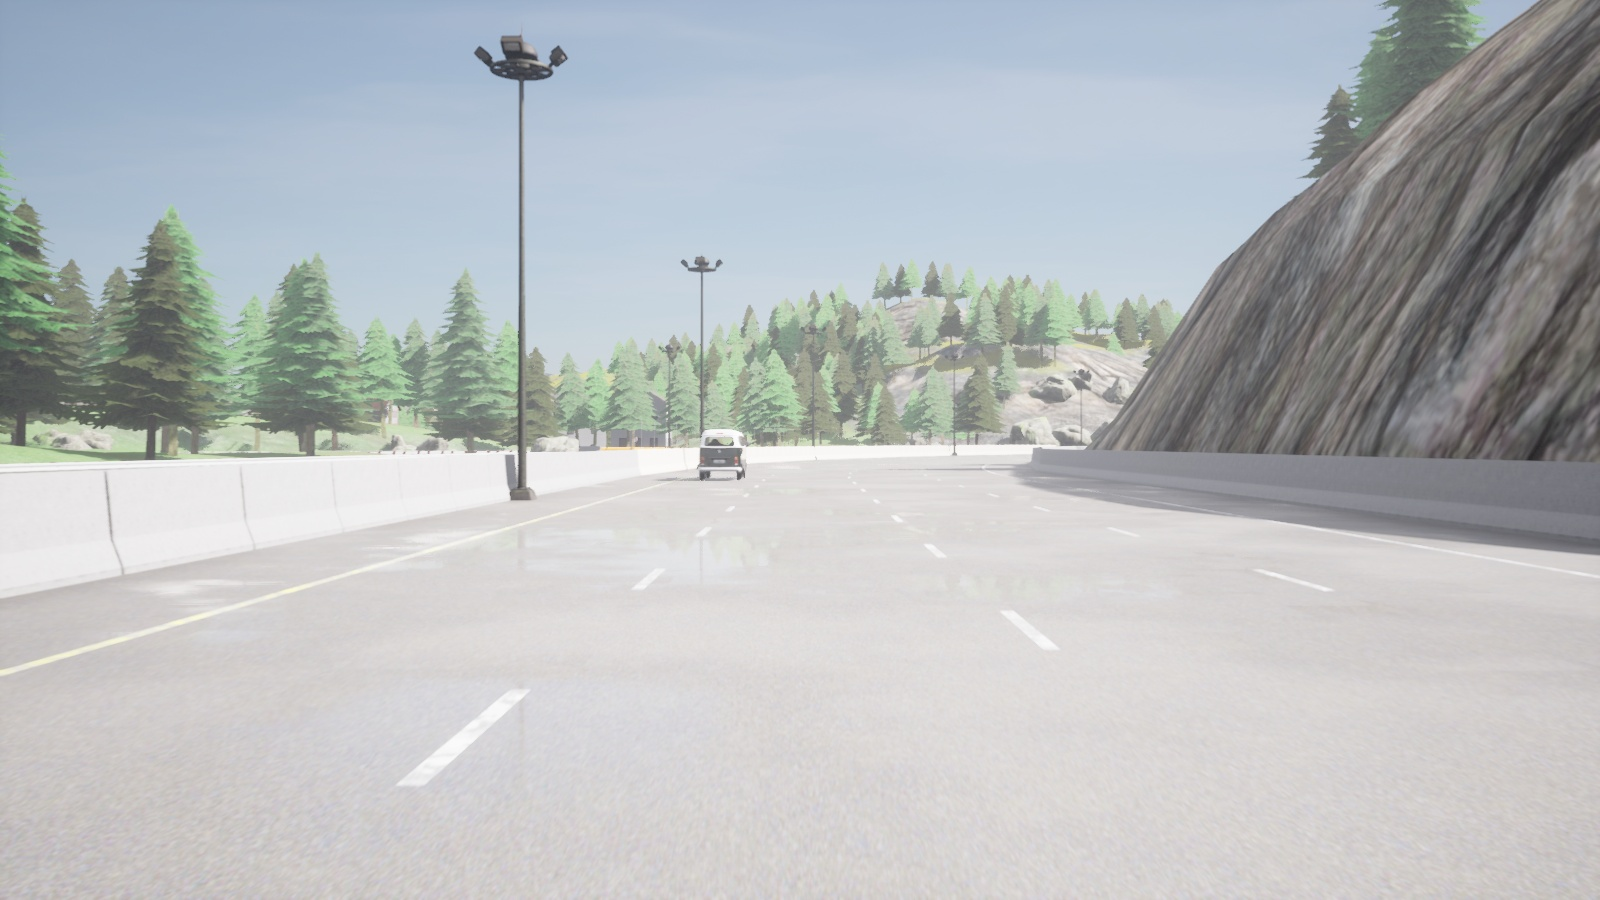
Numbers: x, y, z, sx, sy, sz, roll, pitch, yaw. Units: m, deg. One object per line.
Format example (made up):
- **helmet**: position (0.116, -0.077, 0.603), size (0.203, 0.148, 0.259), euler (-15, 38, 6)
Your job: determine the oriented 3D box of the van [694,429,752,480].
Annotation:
- **van**: position (-3.160, 0.173, 52.279), size (2.069, 2.038, 4.480), euler (0, 0, 1)
